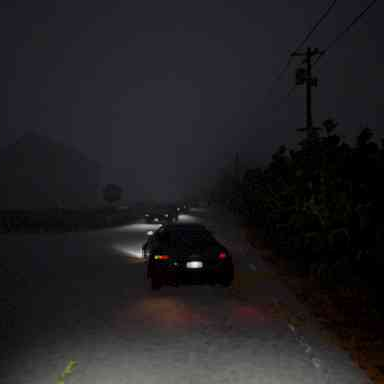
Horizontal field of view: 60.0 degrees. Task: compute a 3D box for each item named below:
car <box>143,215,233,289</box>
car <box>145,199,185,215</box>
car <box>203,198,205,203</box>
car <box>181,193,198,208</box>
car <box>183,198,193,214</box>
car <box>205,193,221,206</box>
[{"bbox_3d":[-0.280,1.562,9.268,1.994,1.385,4.181,0,0,-10],"label":"car"},{"bbox_3d":[-2.165,1.541,25.672,2.033,1.411,5.357,0,0,7],"label":"car"},{"bbox_3d":[3.785,1.549,67.845,1.994,1.385,4.181,0,0,-25],"label":"car"},{"bbox_3d":[-0.255,1.213,48.596,2.150,2.045,5.566,0,0,5],"label":"car"},{"bbox_3d":[-1.297,1.593,35.803,1.895,1.301,4.718,0,0,5],"label":"car"},{"bbox_3d":[3.651,1.212,54.987,2.150,2.045,5.566,0,0,4],"label":"car"}]
